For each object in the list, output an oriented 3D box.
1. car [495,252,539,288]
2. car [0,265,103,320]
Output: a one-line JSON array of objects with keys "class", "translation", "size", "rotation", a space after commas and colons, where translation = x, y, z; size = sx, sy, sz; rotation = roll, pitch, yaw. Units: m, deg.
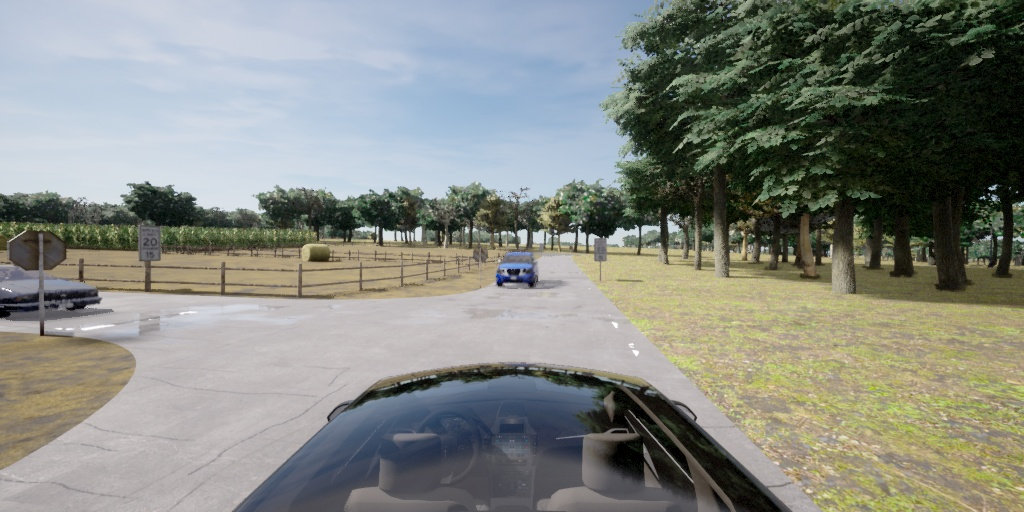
[{"class": "car", "translation": [0.450, 0.794, 22.116], "size": [2.150, 2.045, 5.566], "rotation": [0, 1, 8]}, {"class": "car", "translation": [-15.399, 0.981, 10.653], "size": [5.357, 1.411, 2.033], "rotation": [1, 1, 8]}]
